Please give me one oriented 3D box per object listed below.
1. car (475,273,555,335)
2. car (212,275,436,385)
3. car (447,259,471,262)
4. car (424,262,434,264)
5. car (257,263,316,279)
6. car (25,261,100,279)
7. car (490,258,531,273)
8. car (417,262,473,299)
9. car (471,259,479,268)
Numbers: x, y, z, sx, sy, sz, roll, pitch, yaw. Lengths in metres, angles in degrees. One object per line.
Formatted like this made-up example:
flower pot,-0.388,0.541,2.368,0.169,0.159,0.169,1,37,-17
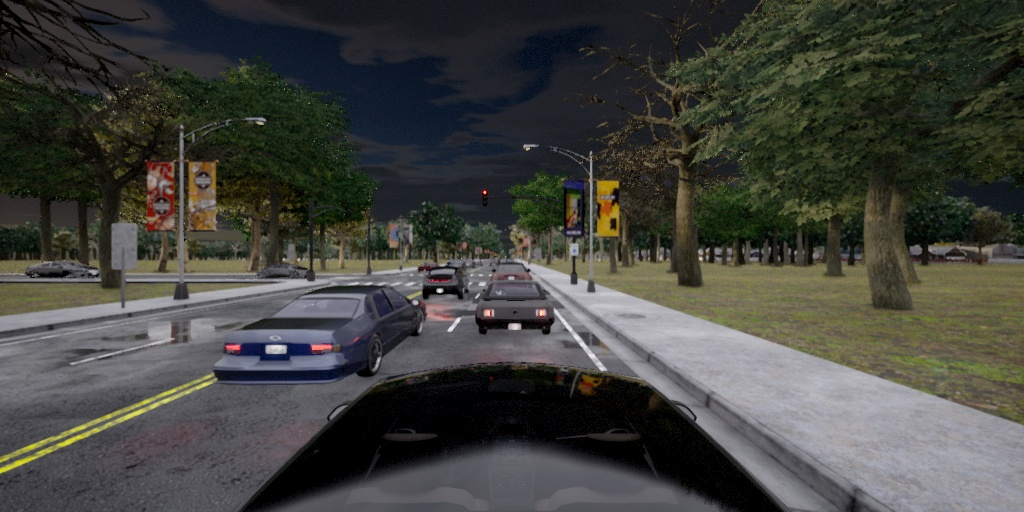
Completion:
car,0.057,1.348,10.515,1.895,1.301,4.718,0,0,0
car,-3.174,1.296,7.305,2.033,1.411,5.357,0,0,0
car,-6.837,1.240,45.022,2.128,1.511,4.902,0,0,0
car,-10.080,1.348,43.529,1.895,1.301,4.718,0,0,0
car,-18.699,1.291,29.835,4.181,1.385,1.994,0,0,1
car,-37.155,1.197,29.803,4.902,1.511,2.128,0,0,0
car,-0.033,1.098,19.500,2.097,1.767,4.553,0,0,0
car,-3.215,1.251,17.971,1.837,1.490,4.892,0,0,-2
car,-6.902,1.244,57.228,2.128,1.511,4.902,0,0,-1
